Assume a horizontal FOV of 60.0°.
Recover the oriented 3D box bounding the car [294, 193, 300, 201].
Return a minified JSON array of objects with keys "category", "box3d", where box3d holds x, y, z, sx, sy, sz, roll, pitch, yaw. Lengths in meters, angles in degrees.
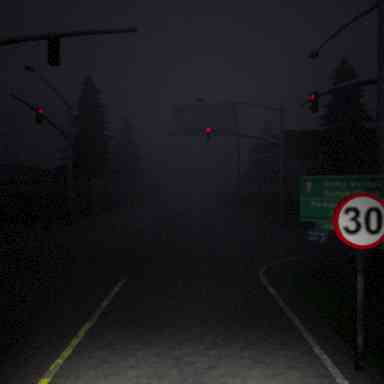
[{"category":"car","box3d":[22.831,1.153,67.672,1.970,1.475,3.806,0,0,0]}]
